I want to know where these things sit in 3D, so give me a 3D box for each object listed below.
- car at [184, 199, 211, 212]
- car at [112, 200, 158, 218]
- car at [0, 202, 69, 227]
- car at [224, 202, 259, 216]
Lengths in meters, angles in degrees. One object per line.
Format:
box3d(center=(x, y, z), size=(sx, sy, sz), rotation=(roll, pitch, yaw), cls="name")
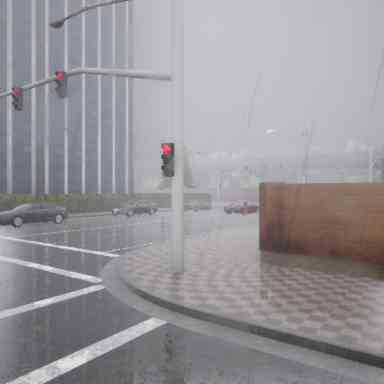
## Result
box3d(center=(0.529, 1.563, 39.033), size=(1.994, 1.385, 4.181), rotation=(0, 0, 35), cls="car")
box3d(center=(-5.248, 1.491, 30.929), size=(2.128, 1.511, 4.902), rotation=(0, 0, 35), cls="car")
box3d(center=(-10.957, 1.504, 22.900), size=(1.837, 1.490, 4.892), rotation=(0, 0, 35), cls="car")
box3d(center=(5.139, 1.600, 33.126), size=(1.895, 1.301, 4.718), rotation=(0, 0, 35), cls="car")
